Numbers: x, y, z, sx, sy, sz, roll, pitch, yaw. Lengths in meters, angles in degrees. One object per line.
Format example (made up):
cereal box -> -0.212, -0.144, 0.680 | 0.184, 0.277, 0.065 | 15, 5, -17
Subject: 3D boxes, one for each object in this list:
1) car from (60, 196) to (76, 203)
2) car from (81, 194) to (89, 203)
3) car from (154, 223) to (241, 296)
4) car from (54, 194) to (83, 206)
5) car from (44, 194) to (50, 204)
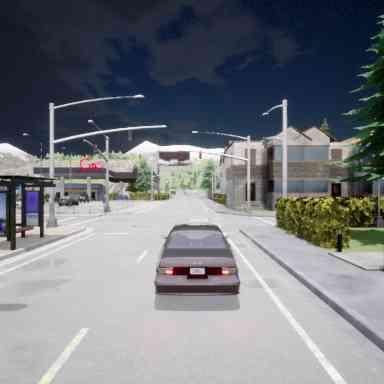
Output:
car -> -25.916, 1.552, 69.508 | 1.970, 1.475, 3.806 | 0, 0, 0
car -> -22.590, 1.268, 68.904 | 1.905, 1.878, 3.866 | 0, 0, 0
car -> 0.105, 1.547, 8.828 | 2.033, 1.411, 5.357 | 0, 0, 0
car -> -18.896, 1.490, 51.033 | 2.007, 1.523, 4.514 | 0, 0, 0
car -> -25.859, 1.289, 61.029 | 1.932, 1.855, 4.605 | 0, 0, 0
